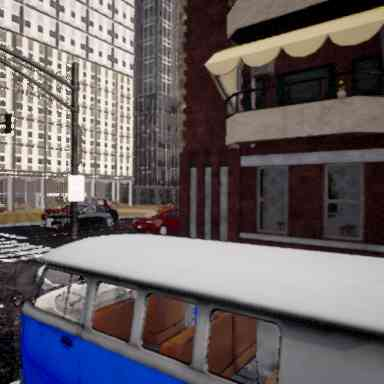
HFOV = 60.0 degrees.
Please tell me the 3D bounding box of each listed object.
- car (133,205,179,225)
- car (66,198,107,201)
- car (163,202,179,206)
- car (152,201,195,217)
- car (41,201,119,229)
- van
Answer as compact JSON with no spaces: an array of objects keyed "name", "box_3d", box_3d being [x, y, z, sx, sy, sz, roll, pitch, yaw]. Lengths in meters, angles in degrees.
[{"name":"car","box_3d":[-1.460,1.709,19.263,1.887,1.381,4.507,0,0,36]},{"name":"car","box_3d":[-8.250,1.377,24.170,2.192,1.841,5.009,0,0,36]},{"name":"car","box_3d":[-1.156,1.740,29.562,1.895,1.301,4.718,1,0,36]},{"name":"car","box_3d":[-1.780,1.666,33.132,1.887,1.381,4.507,0,0,36]},{"name":"car","box_3d":[-6.969,1.578,21.505,2.128,1.511,4.902,1,0,36]},{"name":"van","box_3d":[0.195,1.343,2.719,3.998,1.788,1.690,0,1,36]}]
